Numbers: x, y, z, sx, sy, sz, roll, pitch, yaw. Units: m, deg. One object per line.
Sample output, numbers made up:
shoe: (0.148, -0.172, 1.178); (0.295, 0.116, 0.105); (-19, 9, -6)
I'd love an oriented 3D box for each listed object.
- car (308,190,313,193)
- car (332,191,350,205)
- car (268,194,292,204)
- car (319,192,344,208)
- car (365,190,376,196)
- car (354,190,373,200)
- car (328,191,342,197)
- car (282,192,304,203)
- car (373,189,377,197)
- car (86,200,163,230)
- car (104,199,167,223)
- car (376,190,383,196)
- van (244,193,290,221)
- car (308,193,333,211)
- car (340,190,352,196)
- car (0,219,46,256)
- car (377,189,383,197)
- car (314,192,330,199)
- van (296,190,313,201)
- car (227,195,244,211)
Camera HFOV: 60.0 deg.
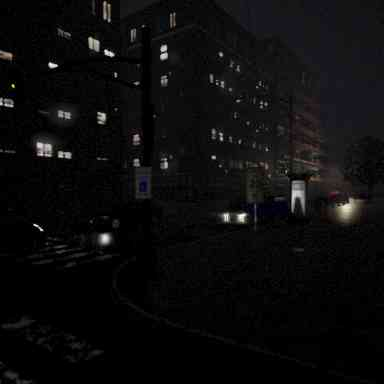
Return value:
car: (16.441, 0.709, 48.175); (2.097, 1.767, 4.553); (0, 1, 36)
car: (18.716, 0.929, 42.199); (1.947, 1.339, 4.313); (1, 1, 36)
car: (12.458, 0.943, 46.996); (1.802, 1.307, 4.206); (1, 1, 36)
car: (15.429, 0.985, 37.599); (1.887, 1.381, 4.507); (1, 1, 36)
car: (44.112, 0.223, 82.164); (1.994, 1.385, 4.181); (0, 1, 36)
car: (28.575, 0.569, 55.992); (1.967, 1.590, 4.097); (1, 1, 36)
car: (32.154, 0.438, 74.556); (1.887, 1.381, 4.507); (1, 1, 36)
car: (15.642, 0.811, 51.450); (1.752, 1.417, 4.829); (1, 1, 36)
car: (31.861, 0.596, 60.592); (1.887, 1.381, 4.507); (1, 1, 36)
car: (-3.915, 1.272, 19.869); (1.882, 1.535, 5.008); (0, 1, 37)
car: (-3.956, 1.294, 24.026); (1.887, 1.381, 4.507); (1, 1, 36)
car: (45.005, 0.320, 78.986); (1.802, 1.307, 4.206); (1, 1, 36)
van: (5.571, 1.014, 23.800); (1.690, 1.788, 3.998); (1, 1, 36)
car: (12.143, 1.084, 33.001); (1.947, 1.339, 4.313); (1, 1, 36)
car: (38.720, 0.288, 83.744); (2.008, 1.369, 4.403); (1, 1, 36)
car: (-7.085, 1.274, 10.525); (2.097, 1.767, 4.553); (0, 1, 36)
car: (41.720, 0.361, 74.388); (1.887, 1.381, 4.507); (1, 1, 36)
car: (25.589, 0.632, 65.370); (1.802, 1.307, 4.206); (1, 1, 36)
van: (19.024, 0.547, 56.178); (1.690, 1.788, 3.998); (1, 1, 36)
car: (5.226, 1.056, 32.647); (1.882, 1.535, 5.008); (0, 1, 36)
